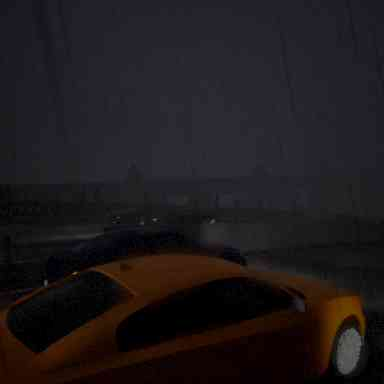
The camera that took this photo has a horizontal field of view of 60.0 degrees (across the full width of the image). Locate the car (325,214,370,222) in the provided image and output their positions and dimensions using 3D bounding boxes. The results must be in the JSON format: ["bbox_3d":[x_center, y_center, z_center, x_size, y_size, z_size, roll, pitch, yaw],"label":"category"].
[{"bbox_3d":[11.531,2.400,25.009,4.902,1.511,2.128,5,-3,-35],"label":"car"}]

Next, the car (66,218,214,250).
[{"bbox_3d":[-0.801,1.521,7.475,4.674,1.442,1.812,0,0,-35],"label":"car"}]

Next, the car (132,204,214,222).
[{"bbox_3d":[-0.840,1.645,20.546,4.902,1.511,2.128,3,-2,-35],"label":"car"}]

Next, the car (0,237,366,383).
[{"bbox_3d":[0.016,1.472,3.759,5.008,1.535,1.882,0,0,-36],"label":"car"}]

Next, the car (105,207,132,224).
[{"bbox_3d":[-3.449,1.604,22.996,5.008,1.535,1.882,2,-1,-35],"label":"car"}]
